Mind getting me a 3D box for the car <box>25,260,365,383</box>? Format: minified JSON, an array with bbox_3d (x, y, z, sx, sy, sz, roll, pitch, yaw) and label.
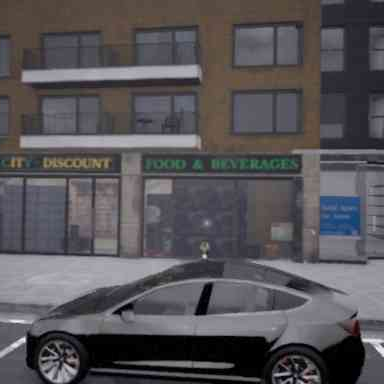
[{"bbox_3d":[-0.010,1.678,4.583,4.313,1.339,1.947,0,-1,7],"label":"car"}]
